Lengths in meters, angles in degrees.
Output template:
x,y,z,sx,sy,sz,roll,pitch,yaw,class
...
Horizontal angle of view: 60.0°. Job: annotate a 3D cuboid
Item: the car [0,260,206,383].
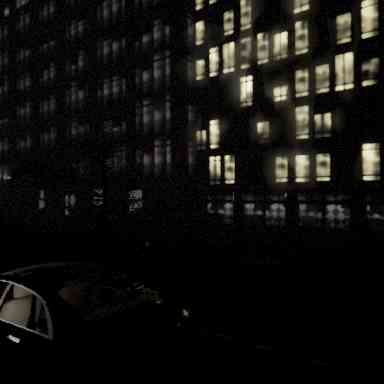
x,y,z,sx,sy,sz,roll,pitch,yaw,class
-1.899,1.572,4.236,4.403,1.369,2.008,0,0,36,car
